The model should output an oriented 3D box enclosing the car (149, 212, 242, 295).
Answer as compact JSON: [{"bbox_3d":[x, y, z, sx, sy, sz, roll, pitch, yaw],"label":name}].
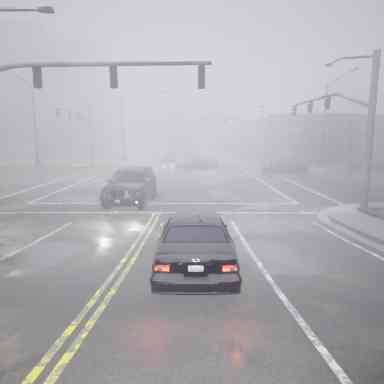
[{"bbox_3d":[0.084,1.218,8.395,2.033,1.411,5.357,0,4,0],"label":"car"}]

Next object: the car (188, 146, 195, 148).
[{"bbox_3d":[0.106,-11.789,90.223,2.097,1.767,4.553,0,9,0],"label":"car"}]

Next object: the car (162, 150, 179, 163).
[{"bbox_3d":[-3.535,-5.300,51.521,2.033,1.411,5.357,0,9,0],"label":"car"}]

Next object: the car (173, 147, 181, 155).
[{"bbox_3d":[-3.496,-6.884,60.999,1.837,1.490,4.892,0,9,0],"label":"car"}]

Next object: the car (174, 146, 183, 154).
[{"bbox_3d":[-3.416,-8.507,71.195,2.033,1.411,5.357,0,9,0],"label":"car"}]

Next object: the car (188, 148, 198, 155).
[{"bbox_3d":[0.158,-7.080,62.797,1.895,1.301,4.718,0,9,0],"label":"car"}]

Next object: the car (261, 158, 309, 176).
[{"bbox_3d":[9.391,-2.632,33.882,4.553,1.767,2.097,0,9,0],"label":"car"}]

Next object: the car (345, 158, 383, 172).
[{"bbox_3d":[19.798,-3.051,37.314,4.902,1.511,2.128,0,9,0],"label":"car"}]

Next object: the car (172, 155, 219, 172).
[{"bbox_3d":[0.588,-3.060,37.397,4.902,1.511,2.128,0,9,0],"label":"car"}]

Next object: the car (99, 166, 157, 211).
[{"bbox_3d":[-3.436,-0.327,18.925,2.150,2.045,5.566,0,9,5],"label":"car"}]
